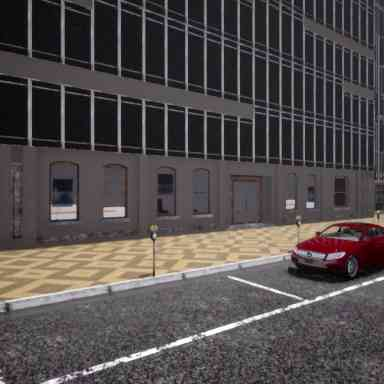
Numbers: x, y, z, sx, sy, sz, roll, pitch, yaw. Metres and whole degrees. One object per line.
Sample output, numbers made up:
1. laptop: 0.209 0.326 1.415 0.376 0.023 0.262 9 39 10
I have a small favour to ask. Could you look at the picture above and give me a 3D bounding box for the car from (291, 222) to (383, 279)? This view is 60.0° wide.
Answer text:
1. car: 4.782 1.582 9.989 4.206 1.307 1.802 0 0 -36
